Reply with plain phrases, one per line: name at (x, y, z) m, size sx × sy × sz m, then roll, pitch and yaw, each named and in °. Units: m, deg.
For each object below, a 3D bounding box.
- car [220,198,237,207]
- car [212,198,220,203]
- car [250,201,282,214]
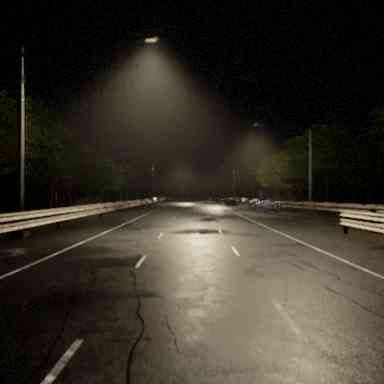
car at (6.917, 1.893, 59.806) m, size 2.128 × 1.511 × 4.902 m, roll 0°, pitch 0°, yaw -1°
car at (7.053, 2.187, 89.334) m, size 1.994 × 1.385 × 4.181 m, roll 0°, pitch -1°, yaw 0°
car at (9.005, 1.836, 40.907) m, size 2.033 × 1.411 × 5.357 m, roll 0°, pitch 0°, yaw -14°
